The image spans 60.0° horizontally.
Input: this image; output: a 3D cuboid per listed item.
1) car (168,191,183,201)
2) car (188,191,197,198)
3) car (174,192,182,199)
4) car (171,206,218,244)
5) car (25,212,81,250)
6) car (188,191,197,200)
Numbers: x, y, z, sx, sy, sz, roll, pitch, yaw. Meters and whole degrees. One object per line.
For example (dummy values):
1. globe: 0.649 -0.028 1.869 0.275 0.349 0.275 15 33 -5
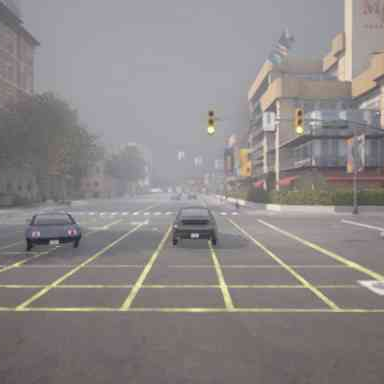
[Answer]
1. car: -3.345 1.031 68.913 2.033 1.411 5.357 0 0 0
2. car: 0.066 0.615 83.164 2.097 1.767 4.553 0 0 0
3. car: -3.434 0.878 83.166 1.837 1.490 4.892 0 0 0
4. car: 0.114 1.391 15.101 1.837 1.490 4.892 0 1 0
5. car: -5.893 1.496 13.895 1.895 1.301 4.718 0 0 -26
6. car: 0.059 0.790 74.412 2.097 1.767 4.553 0 0 0
